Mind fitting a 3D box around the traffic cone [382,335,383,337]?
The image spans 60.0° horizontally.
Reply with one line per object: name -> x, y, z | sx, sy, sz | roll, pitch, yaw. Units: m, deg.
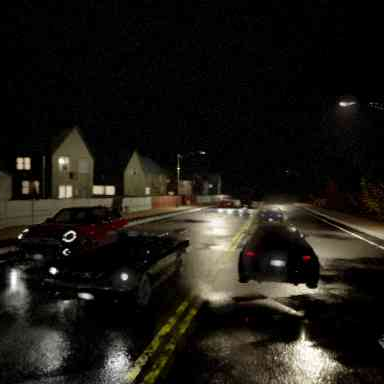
traffic cone -> 3.233, 2.050, 5.214 | 0.340, 0.580, 0.340 | 1, 0, 13

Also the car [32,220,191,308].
car -> -1.436, 1.597, 8.176 | 1.895, 1.301, 4.718 | 1, 0, 13

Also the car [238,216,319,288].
car -> 2.462, 1.656, 9.744 | 1.994, 1.385, 4.181 | 1, 0, 13

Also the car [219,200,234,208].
car -> 5.534, 1.875, 53.165 | 1.895, 1.301, 4.718 | 1, 0, 13

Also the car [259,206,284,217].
car -> 6.496, 1.839, 27.428 | 1.895, 1.301, 4.718 | 1, 0, 13

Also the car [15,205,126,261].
car -> -3.940, 1.302, 11.778 | 2.097, 1.767, 4.553 | 1, 0, 13

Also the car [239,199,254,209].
car -> 8.341, 1.841, 50.861 | 1.837, 1.490, 4.892 | 1, -1, 13
